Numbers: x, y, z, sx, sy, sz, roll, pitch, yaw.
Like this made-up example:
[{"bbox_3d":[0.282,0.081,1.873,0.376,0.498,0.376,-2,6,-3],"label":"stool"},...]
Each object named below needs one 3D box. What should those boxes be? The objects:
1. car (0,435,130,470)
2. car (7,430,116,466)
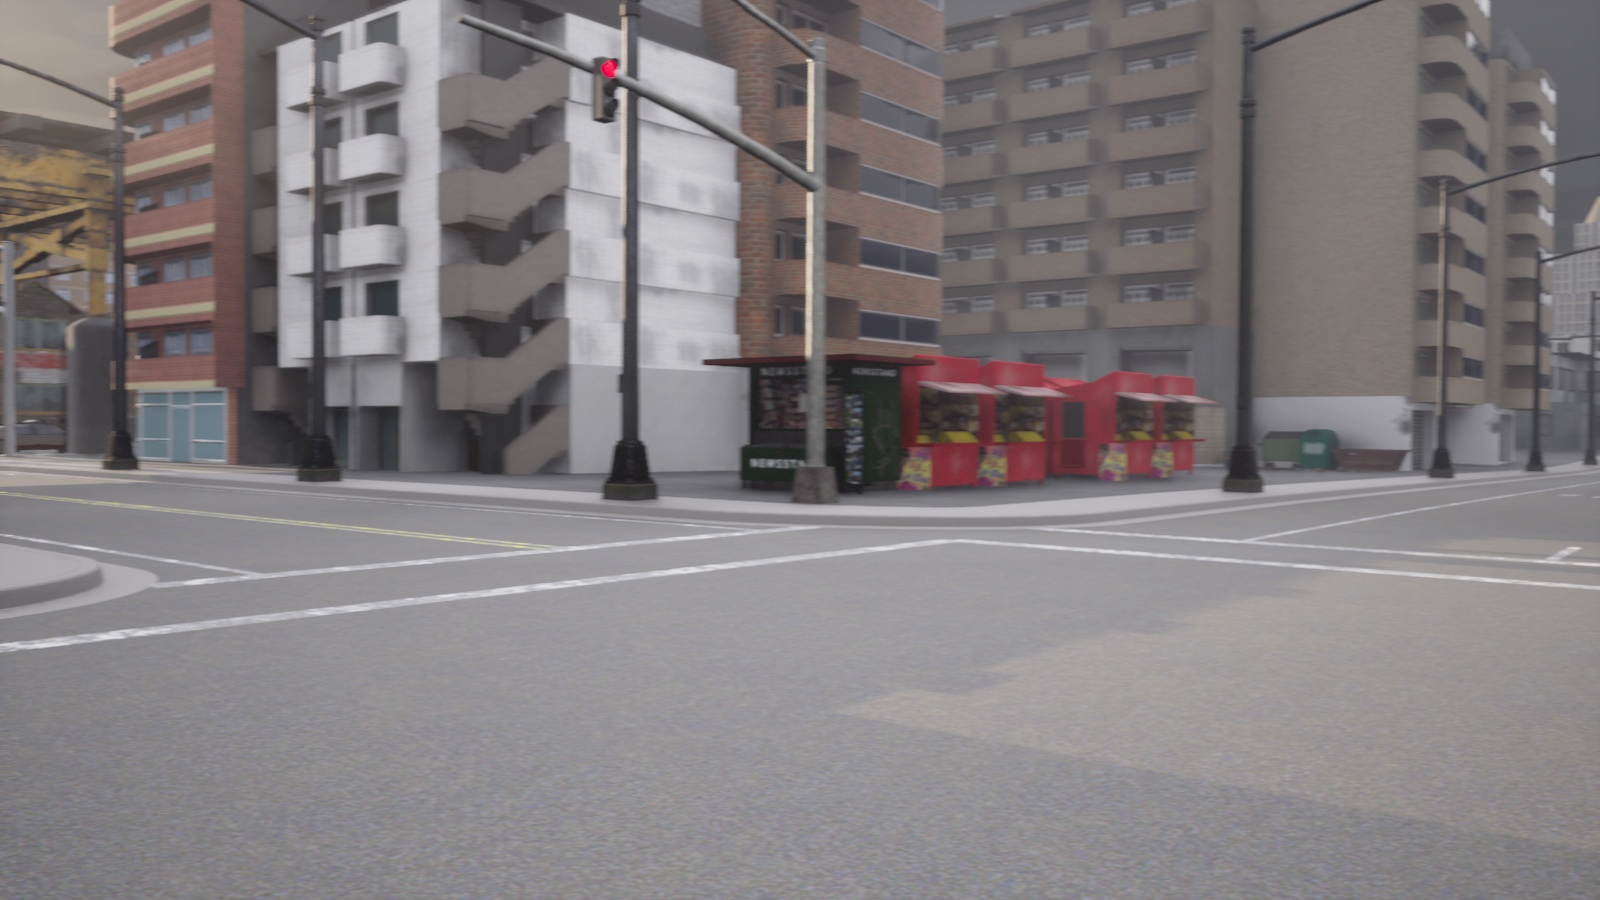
[{"bbox_3d":[-33.076,0.079,55.906,2.033,1.411,5.357,0,1,39],"label":"car"},{"bbox_3d":[-34.829,-0.115,59.289,1.851,1.617,3.988,0,1,39],"label":"car"}]
